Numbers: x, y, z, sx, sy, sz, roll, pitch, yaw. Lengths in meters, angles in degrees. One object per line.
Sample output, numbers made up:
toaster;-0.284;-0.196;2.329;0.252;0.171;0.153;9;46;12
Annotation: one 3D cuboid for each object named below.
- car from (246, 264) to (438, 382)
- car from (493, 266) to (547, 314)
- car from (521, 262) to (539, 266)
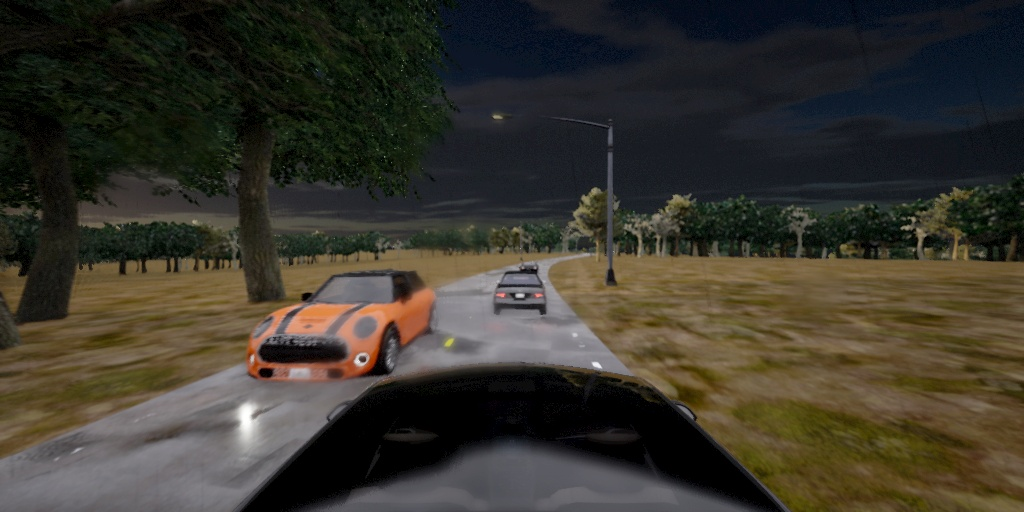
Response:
car;-2.991;1.087;7.380;2.097;1.767;4.553;0;0;1
car;0.334;1.270;13.624;2.033;1.411;5.357;0;0;2
car;1.923;1.240;38.149;1.895;1.301;4.718;0;0;5
